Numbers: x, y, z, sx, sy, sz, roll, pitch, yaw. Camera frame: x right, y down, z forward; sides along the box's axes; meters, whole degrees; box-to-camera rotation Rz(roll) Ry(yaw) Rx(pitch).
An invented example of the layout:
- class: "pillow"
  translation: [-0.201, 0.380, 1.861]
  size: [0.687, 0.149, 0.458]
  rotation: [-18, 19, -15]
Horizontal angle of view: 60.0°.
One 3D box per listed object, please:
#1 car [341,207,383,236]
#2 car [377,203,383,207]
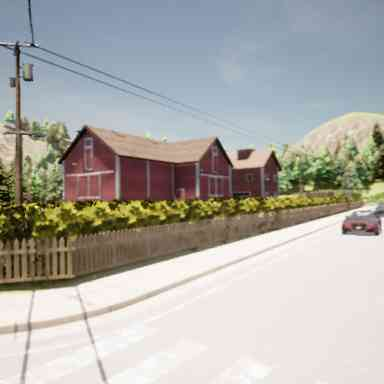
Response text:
- class: "car"
  translation: [10.553, 1.843, 20.571]
  size: [1.994, 1.385, 4.181]
  rotation: [-2, -2, 33]
- class: "car"
  translation: [22.199, 1.993, 38.137]
  size: [2.033, 1.411, 5.357]
  rotation: [-2, -2, 33]
